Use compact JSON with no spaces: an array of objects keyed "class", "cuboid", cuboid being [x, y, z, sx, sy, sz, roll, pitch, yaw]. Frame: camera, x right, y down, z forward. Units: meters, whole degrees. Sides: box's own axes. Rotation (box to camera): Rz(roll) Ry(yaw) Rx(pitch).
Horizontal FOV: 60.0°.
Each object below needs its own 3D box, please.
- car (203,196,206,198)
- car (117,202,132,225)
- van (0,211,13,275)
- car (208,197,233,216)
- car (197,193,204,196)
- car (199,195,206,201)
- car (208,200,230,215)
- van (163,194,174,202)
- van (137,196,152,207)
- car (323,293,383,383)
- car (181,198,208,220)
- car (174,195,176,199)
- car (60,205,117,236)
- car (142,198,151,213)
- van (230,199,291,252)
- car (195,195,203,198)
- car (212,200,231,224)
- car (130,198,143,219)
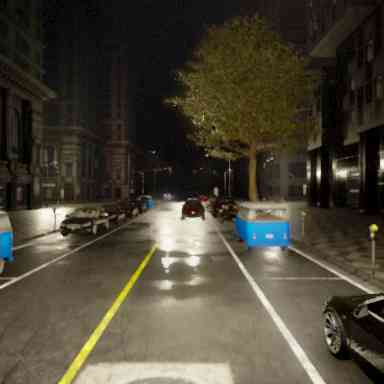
[{"class":"car","cuboid":[2.760,1.530,45.559,1.752,1.417,4.829,0,0,0]},{"class":"car","cuboid":[-5.768,1.579,23.749,1.802,1.307,4.206,0,0,0]},{"class":"van","cuboid":[-5.766,1.339,7.510,1.690,1.788,3.998,0,0,0]},{"class":"car","cuboid":[2.755,1.313,29.520,2.192,1.841,5.009,0,0,0]},{"class":"car","cuboid":[2.764,1.579,83.482,1.887,1.381,4.507,0,0,0]},{"class":"car","cuboid":[2.762,1.586,89.007,1.887,1.381,4.507,0,0,0]},{"class":"car","cuboid":[2.755,1.544,34.809,1.887,1.381,4.507,0,0,0]},{"class":"van","cuboid":[-5.792,1.369,77.974,1.690,1.788,3.998,0,0,0]},{"class":"van","cuboid":[-5.771,1.342,39.989,1.690,1.788,3.998,0,0,0]},{"class":"car","cuboid":[2.760,1.565,3.075,1.947,1.339,4.313,0,0,0]},{"class":"car","cuboid":[0.096,1.476,28.238,1.882,1.535,5.008,0,-1,0]},{"class":"car","cuboid":[-5.791,1.579,83.499,1.887,1.381,4.507,0,0,0]},{"class":"car","cuboid":[-5.767,1.548,18.337,2.008,1.369,4.403,0,0,0]},{"class":"car","cuboid":[-5.770,1.565,34.576,1.947,1.339,4.313,0,0,0]},{"class":"van","cuboid":[2.758,1.339,13.653,1.690,1.788,3.998,0,0,0]},{"class":"car","cuboid":[0.093,1.529,43.686,1.812,1.442,4.674,0,0,0]},{"class":"car","cuboid":[2.757,1.548,24.230,2.008,1.369,4.403,0,0,0]},{"class":"car","cuboid":[-5.769,1.543,29.163,1.887,1.381,4.507,0,0,0]}]
